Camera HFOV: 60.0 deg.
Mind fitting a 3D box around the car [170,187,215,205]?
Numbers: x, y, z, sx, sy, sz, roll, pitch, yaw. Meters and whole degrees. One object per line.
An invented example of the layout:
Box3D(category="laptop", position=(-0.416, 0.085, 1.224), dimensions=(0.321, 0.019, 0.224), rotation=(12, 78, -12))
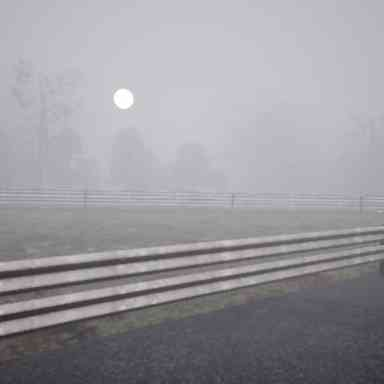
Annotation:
Box3D(category="car", position=(-0.018, 0.449, 35.991), dimensions=(4.553, 1.767, 2.097), rotation=(1, 0, -9))

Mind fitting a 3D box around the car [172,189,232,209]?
Box3D(category="car", position=(1.088, 0.623, 29.080), dimensions=(5.008, 1.535, 1.882), rotation=(1, 0, -9))
